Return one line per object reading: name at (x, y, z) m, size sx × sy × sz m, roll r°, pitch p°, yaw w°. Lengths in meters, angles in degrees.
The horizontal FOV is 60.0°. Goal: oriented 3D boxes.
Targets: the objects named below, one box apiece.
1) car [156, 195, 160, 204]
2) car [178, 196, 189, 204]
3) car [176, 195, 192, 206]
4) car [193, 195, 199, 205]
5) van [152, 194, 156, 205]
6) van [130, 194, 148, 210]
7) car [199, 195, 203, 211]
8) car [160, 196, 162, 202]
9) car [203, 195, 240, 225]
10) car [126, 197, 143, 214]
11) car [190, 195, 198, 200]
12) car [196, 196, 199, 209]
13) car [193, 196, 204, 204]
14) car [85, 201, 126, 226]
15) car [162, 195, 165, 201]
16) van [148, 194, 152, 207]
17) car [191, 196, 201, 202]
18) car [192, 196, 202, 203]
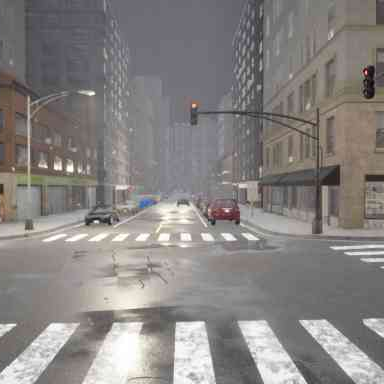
car at (-7.211, 1.315, 57.323) m, size 2.192 × 1.841 × 5.009 m, roll -1°, pitch 0°, yaw -2°
car at (-1.706, 1.544, 63.816) m, size 2.033 × 1.411 × 5.357 m, roll 0°, pitch 0°, yaw -2°
car at (-1.422, 1.506, 53.398) m, size 1.837 × 1.490 × 4.892 m, roll 0°, pitch 0°, yaw -2°
car at (1.621, 1.318, 46.387) m, size 2.192 × 1.841 × 5.009 m, roll -1°, pitch 0°, yaw -2°
van at (-7.058, 1.343, 51.739) m, size 1.690 × 1.788 × 3.998 m, roll -1°, pitch 0°, yaw -2°
van at (-6.754, 1.346, 40.571) m, size 1.690 × 1.788 × 3.998 m, roll -1°, pitch 0°, yaw -2°
car at (2.073, 1.320, 29.636) m, size 2.192 × 1.841 × 5.009 m, roll -1°, pitch 0°, yaw -2°
car at (-7.361, 1.437, 62.907) m, size 1.967 × 1.590 × 4.097 m, roll -1°, pitch 0°, yaw -2°
car at (2.224, 1.319, 24.052) m, size 2.192 × 1.841 × 5.009 m, roll -1°, pitch 0°, yaw -2°
car at (-6.596, 1.531, 34.818) m, size 1.752 × 1.417 × 4.829 m, roll -1°, pitch 0°, yaw -2°
car at (0.419, 1.529, 91.058) m, size 2.008 × 1.369 × 4.403 m, roll -1°, pitch 0°, yaw -2°
car at (1.769, 1.530, 40.973) m, size 1.752 × 1.417 × 4.829 m, roll -1°, pitch 0°, yaw -2°
car at (1.172, 1.563, 63.139) m, size 1.947 × 1.339 × 4.313 m, roll -1°, pitch 0°, yaw -2°
car at (-6.296, 1.570, 23.820) m, size 1.947 × 1.339 × 4.313 m, roll -1°, pitch 0°, yaw -2°
car at (-7.665, 1.432, 74.074) m, size 1.967 × 1.590 × 4.097 m, roll -1°, pitch 0°, yaw -2°
van at (-6.907, 1.345, 46.156) m, size 1.690 × 1.788 × 3.998 m, roll -1°, pitch 0°, yaw -2°
car at (0.871, 1.542, 74.307) m, size 2.008 × 1.369 × 4.403 m, roll -1°, pitch 0°, yaw -2°
car at (1.021, 1.560, 68.723) m, size 1.947 × 1.339 × 4.313 m, roll -1°, pitch 0°, yaw -2°
